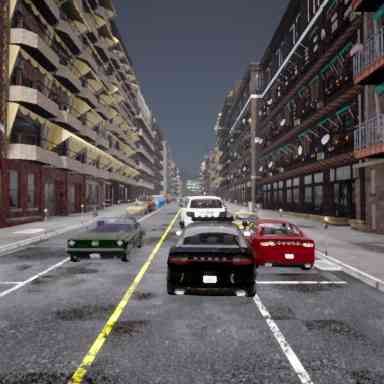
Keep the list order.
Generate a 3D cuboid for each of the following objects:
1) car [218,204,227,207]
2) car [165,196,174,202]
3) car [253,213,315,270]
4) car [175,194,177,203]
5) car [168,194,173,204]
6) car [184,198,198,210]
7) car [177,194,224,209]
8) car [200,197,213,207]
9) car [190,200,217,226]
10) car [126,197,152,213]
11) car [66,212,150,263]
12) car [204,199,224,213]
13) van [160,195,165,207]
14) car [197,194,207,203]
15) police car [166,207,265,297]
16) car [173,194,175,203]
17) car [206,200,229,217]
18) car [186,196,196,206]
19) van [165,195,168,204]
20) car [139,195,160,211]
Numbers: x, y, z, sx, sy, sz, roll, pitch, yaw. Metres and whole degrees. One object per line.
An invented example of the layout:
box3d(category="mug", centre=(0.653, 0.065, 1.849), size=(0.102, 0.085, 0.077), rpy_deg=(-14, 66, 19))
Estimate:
box3d(category="car", centre=(2.536, 1.540, 16.644), size=(1.752, 1.417, 4.829), rpy_deg=(1, 0, 0))
box3d(category="car", centre=(-5.543, 1.775, 82.879), size=(1.947, 1.339, 4.313), rpy_deg=(1, 0, 0))
box3d(category="car", centre=(2.552, 1.553, 10.942), size=(1.887, 1.381, 4.507), rpy_deg=(1, 0, 0))
box3d(category="car", centre=(-2.966, 1.657, 72.738), size=(2.128, 1.511, 4.902), rpy_deg=(0, 0, 0))
box3d(category="car", centre=(-5.487, 1.456, 66.288), size=(2.192, 1.841, 5.009), rpy_deg=(1, 0, 0))
box3d(category="car", centre=(-0.129, 1.577, 45.620), size=(1.837, 1.490, 4.892), rpy_deg=(0, 0, 0))
box3d(category="car", centre=(0.517, 1.241, 18.577), size=(2.150, 2.045, 5.566), rpy_deg=(0, 0, -4))
box3d(category="car", centre=(2.421, 1.646, 55.188), size=(1.887, 1.381, 4.507), rpy_deg=(1, 0, 0))
box3d(category="car", centre=(0.752, 1.482, 24.800), size=(1.801, 1.575, 5.366), rpy_deg=(0, 0, 0))
box3d(category="car", centre=(-5.393, 1.569, 32.934), size=(1.752, 1.417, 4.829), rpy_deg=(2, 0, 0))
box3d(category="car", centre=(-2.885, 1.610, 12.101), size=(1.895, 1.301, 4.718), rpy_deg=(0, 0, 0))
box3d(category="car", centre=(2.470, 1.606, 38.596), size=(2.008, 1.369, 4.403), rpy_deg=(1, 0, 0))
box3d(category="van", centre=(-5.438, 1.424, 49.695), size=(1.690, 1.788, 3.998), rpy_deg=(2, 0, 0))
box3d(category="car", centre=(2.326, 1.500, 77.312), size=(2.192, 1.841, 5.009), rpy_deg=(1, 0, 0))
box3d(category="police car", centre=(0.547, 1.432, 8.789), size=(1.930, 1.638, 5.238), rpy_deg=(0, 0, 5))
box3d(category="car", centre=(-5.503, 1.477, 71.817), size=(2.192, 1.841, 5.009), rpy_deg=(1, 0, 0))
box3d(category="car", centre=(2.486, 1.588, 33.064), size=(1.887, 1.381, 4.507), rpy_deg=(1, 0, 0))
box3d(category="car", centre=(-0.178, 1.595, 60.152), size=(1.882, 1.535, 5.008), rpy_deg=(0, 0, 0))
box3d(category="van", centre=(-5.455, 1.442, 55.227), size=(1.690, 1.788, 3.998), rpy_deg=(1, 0, 0))
box3d(category="car", centre=(-5.404, 1.371, 38.636), size=(2.192, 1.841, 5.009), rpy_deg=(2, 0, 0))
